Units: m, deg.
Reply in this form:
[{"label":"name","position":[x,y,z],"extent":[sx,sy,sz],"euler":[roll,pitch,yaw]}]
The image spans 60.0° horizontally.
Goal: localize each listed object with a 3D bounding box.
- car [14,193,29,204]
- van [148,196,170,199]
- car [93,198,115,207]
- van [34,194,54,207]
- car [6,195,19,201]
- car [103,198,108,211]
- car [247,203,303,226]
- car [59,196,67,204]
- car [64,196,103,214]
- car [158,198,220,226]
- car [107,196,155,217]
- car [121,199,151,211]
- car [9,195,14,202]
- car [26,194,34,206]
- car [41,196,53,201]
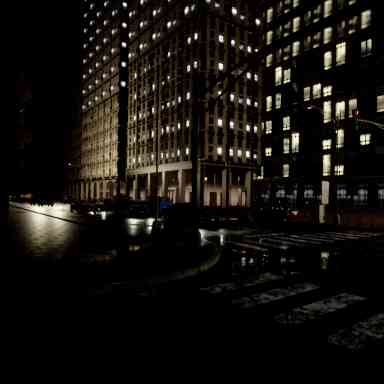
[{"label":"car","position":[-30.368,1.155,60.615],"extent":[2.192,1.841,5.009],"euler":[1,-1,-35]},{"label":"van","position":[-3.951,1.382,37.789],"extent":[1.690,1.788,3.998],"euler":[1,-1,-35]},{"label":"car","position":[-13.744,1.587,51.619],"extent":[1.947,1.339,4.313],"euler":[1,-1,-35]},{"label":"van","position":[-20.579,1.197,46.782],"extent":[1.690,1.788,3.998],"euler":[1,-1,-35]},{"label":"car","position":[-40.159,1.378,74.445],"extent":[2.008,1.369,4.403],"euler":[1,-1,-35]},{"label":"car","position":[-11.764,1.468,38.821],"extent":[2.033,1.411,5.357],"euler":[1,-1,-35]},{"label":"car","position":[5.836,1.505,23.955],"extent":[1.967,1.590,4.097],"euler":[1,-1,-35]},{"label":"car","position":[-22.122,1.461,58.970],"extent":[1.837,1.490,4.892],"euler":[1,-2,-35]},{"label":"car","position":[-10.795,1.427,32.947],"extent":[2.008,1.369,4.403],"euler":[1,-1,-35]},{"label":"car","position":[-0.170,1.425,22.413],"extent":[1.882,1.535,5.008],"euler":[1,-1,-36]},{"label":"car","position":[-5.618,1.412,30.116],"extent":[1.882,1.535,5.008],"euler":[1,-1,-35]},{"label":"car","position":[-7.218,1.584,42.397],"extent":[2.008,1.369,4.403],"euler":[1,-1,-35]},{"label":"car","position":[-36.897,1.397,69.834],"extent":[1.947,1.339,4.313],"euler":[1,-1,-35]},{"label":"car","position":[-23.846,1.432,51.390],"extent":[1.802,1.307,4.206],"euler":[1,-1,-35]},{"label":"car","position":[-36.584,1.571,83.895],"extent":[1.802,1.307,4.206],"euler":[1,-1,-35]}]
